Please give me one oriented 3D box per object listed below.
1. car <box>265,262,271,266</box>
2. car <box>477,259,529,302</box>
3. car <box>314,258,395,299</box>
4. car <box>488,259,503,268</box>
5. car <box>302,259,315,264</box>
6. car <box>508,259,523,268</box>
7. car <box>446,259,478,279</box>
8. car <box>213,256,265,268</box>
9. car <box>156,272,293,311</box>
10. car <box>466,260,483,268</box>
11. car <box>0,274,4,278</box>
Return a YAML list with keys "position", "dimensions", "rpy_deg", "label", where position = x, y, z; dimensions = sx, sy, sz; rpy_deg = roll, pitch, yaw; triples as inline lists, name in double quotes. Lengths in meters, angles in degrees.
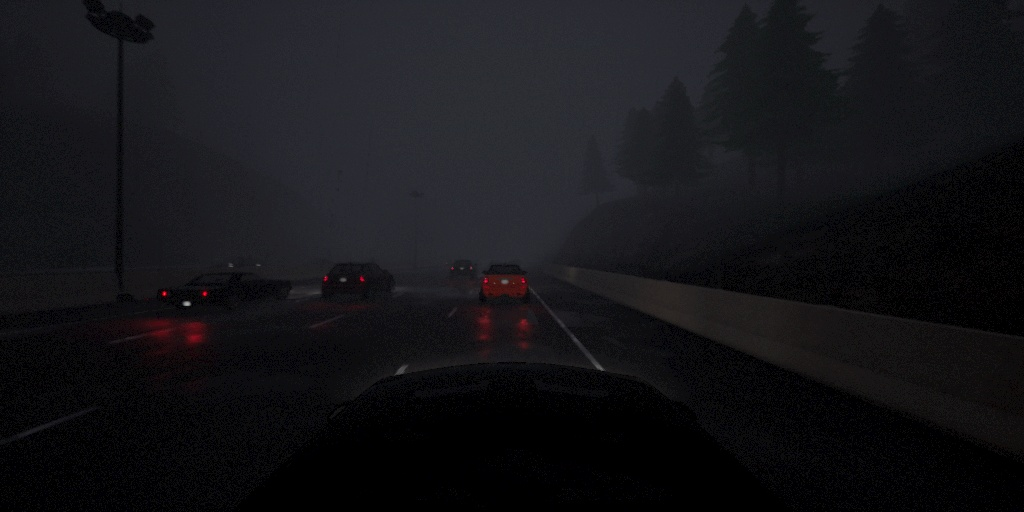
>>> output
- position: [-32.556, 1.128, 44.835]
  dimensions: [1.895, 1.301, 4.718]
  rpy_deg: [0, 0, 1]
  label: "car"
- position: [-0.357, 1.101, 17.143]
  dimensions: [2.097, 1.767, 4.553]
  rpy_deg: [0, 0, -2]
  label: "car"
- position: [-7.370, 1.052, 17.660]
  dimensions: [2.097, 1.767, 4.553]
  rpy_deg: [0, 0, -2]
  label: "car"
- position: [-2.919, 1.299, 63.993]
  dimensions: [1.994, 1.385, 4.181]
  rpy_deg: [0, 0, 7]
  label: "car"
- position: [-25.491, 1.054, 47.040]
  dimensions: [1.882, 1.535, 5.008]
  rpy_deg: [0, 0, 2]
  label: "car"
- position: [0.604, 1.251, 64.156]
  dimensions: [2.128, 1.511, 4.902]
  rpy_deg: [0, 0, 7]
  label: "car"
- position: [-4.245, 1.075, 32.117]
  dimensions: [2.097, 1.767, 4.553]
  rpy_deg: [0, 0, -1]
  label: "car"
- position: [-29.029, 0.904, 37.940]
  dimensions: [2.097, 1.767, 4.553]
  rpy_deg: [0, 0, -1]
  label: "car"
- position: [-10.776, 1.277, 14.039]
  dimensions: [1.895, 1.301, 4.718]
  rpy_deg: [0, 0, -2]
  label: "car"
- position: [-6.611, 1.310, 63.679]
  dimensions: [1.895, 1.301, 4.718]
  rpy_deg: [0, 0, 7]
  label: "car"
- position: [-21.432, 0.954, 12.511]
  dimensions: [2.097, 1.767, 4.553]
  rpy_deg: [0, 0, -1]
  label: "car"
